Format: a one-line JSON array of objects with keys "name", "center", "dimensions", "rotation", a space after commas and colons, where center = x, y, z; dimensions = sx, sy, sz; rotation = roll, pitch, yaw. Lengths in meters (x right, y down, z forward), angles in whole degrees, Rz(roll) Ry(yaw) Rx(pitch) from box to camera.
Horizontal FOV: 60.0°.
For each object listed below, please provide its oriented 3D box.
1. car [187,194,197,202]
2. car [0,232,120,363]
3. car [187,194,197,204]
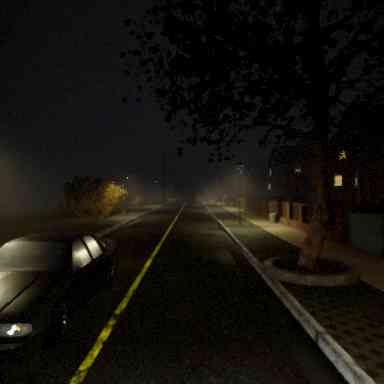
[{"name": "car", "center": [0.054, 1.229, 72.082], "dimensions": [2.097, 1.767, 4.553], "rotation": [0, 0, 0]}, {"name": "car", "center": [-2.786, 1.542, 6.488], "dimensions": [2.033, 1.411, 5.357], "rotation": [0, 0, 1]}, {"name": "car", "center": [0.047, 1.457, 61.660], "dimensions": [1.882, 1.535, 5.008], "rotation": [0, 0, 0]}]
